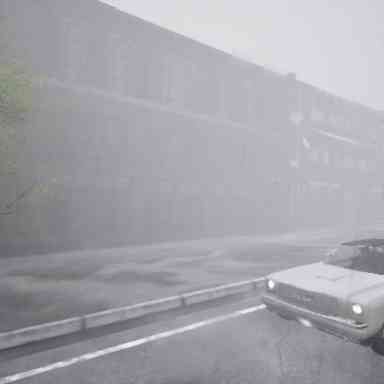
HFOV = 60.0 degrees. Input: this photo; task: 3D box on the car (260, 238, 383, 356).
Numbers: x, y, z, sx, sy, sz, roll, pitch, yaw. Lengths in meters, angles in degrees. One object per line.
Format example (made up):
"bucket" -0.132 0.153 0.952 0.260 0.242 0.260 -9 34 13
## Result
"car" 3.472 1.615 6.163 4.718 1.301 1.895 0 0 -36
